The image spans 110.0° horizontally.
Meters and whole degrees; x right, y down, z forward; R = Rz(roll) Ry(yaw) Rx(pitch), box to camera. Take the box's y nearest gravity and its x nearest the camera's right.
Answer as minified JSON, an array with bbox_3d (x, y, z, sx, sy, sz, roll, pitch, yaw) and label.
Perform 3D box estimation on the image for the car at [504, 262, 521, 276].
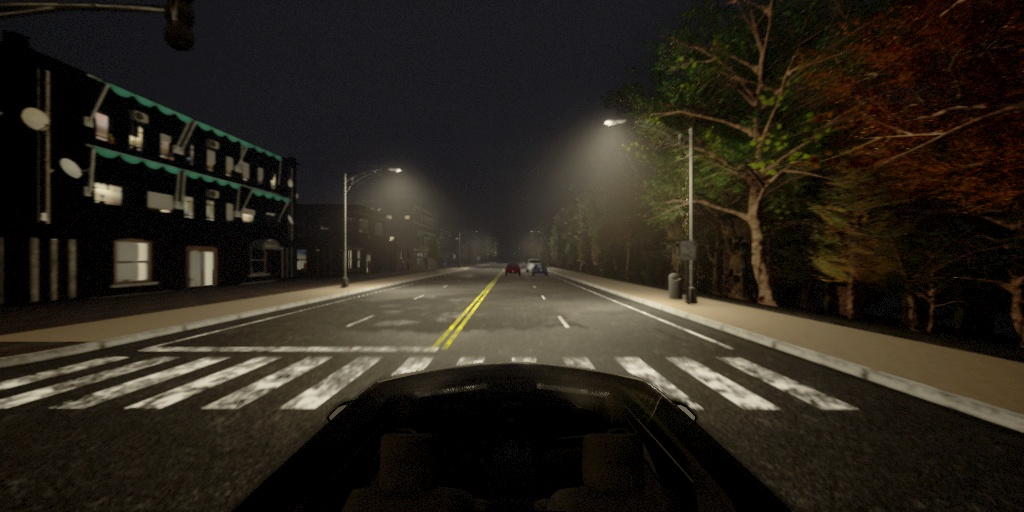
[{"bbox_3d":[0.108,1.614,43.776,1.882,1.535,5.008,0,-1,0],"label":"car"}]

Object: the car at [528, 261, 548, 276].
[{"bbox_3d":[3.361,1.684,43.800,2.033,1.411,5.357,0,-1,0],"label":"car"}]

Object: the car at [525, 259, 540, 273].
[{"bbox_3d":[3.285,1.455,54.494,2.150,2.045,5.566,0,-1,0],"label":"car"}]
